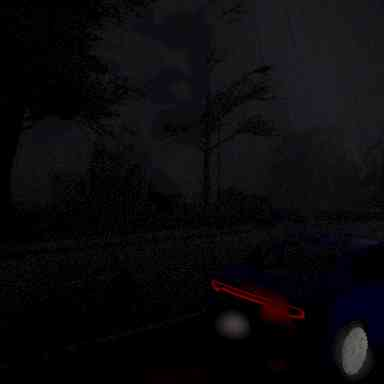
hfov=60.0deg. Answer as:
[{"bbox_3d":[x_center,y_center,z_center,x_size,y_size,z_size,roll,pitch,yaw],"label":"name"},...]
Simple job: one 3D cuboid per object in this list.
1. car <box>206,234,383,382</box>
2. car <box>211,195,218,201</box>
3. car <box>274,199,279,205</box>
[{"bbox_3d":[2.548,1.446,5.480,5.008,1.535,1.882,-1,0,-35],"label":"car"},{"bbox_3d":[5.550,1.313,69.927,1.812,1.442,4.674,0,0,-23],"label":"car"},{"bbox_3d":[12.035,1.366,54.974,2.033,1.411,5.357,0,0,-25],"label":"car"}]
